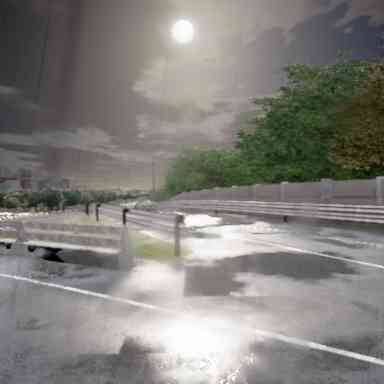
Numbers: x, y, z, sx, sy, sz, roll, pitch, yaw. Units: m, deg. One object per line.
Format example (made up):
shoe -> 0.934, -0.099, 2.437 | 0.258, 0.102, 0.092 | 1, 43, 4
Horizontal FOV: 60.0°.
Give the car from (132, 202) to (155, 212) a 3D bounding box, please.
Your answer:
car -> -5.653, 1.815, 38.479 | 2.033, 1.411, 5.357 | -1, -2, -20
